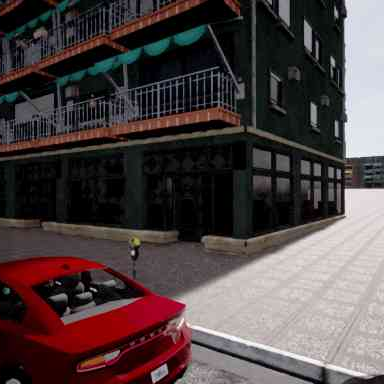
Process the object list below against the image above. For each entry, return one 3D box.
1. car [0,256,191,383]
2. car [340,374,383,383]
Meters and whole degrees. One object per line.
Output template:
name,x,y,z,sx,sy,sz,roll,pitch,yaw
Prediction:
car,-2.111,1.545,4.392,4.507,1.381,1.887,0,0,36
car,2.470,1.566,1.108,4.313,1.339,1.947,0,0,36
